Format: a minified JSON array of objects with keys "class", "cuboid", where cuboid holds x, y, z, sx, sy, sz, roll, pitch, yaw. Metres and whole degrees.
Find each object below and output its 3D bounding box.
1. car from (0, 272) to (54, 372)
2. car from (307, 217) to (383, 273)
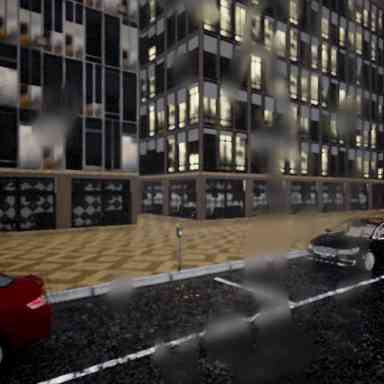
[{"class":"car","cuboid":[-3.857,1.586,3.804,4.206,1.307,1.802,0,0,-36]},{"class":"car","cuboid":[5.410,1.510,10.420,4.403,1.369,2.008,0,0,-36]}]
